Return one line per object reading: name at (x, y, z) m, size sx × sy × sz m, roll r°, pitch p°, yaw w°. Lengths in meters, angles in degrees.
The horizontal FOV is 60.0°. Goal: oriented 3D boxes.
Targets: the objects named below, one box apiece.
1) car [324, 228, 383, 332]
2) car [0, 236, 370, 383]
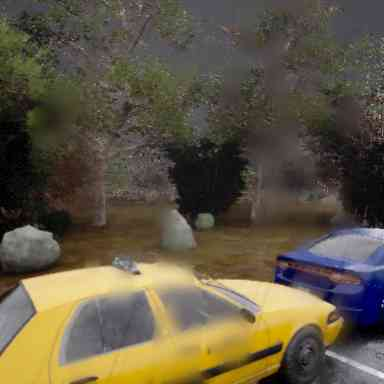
car at (3.905, 1.497, 6.845) m, size 5.008 × 1.535 × 2.097 m, roll 0°, pitch 0°, yaw -33°
car at (-0.469, 1.481, 3.714) m, size 5.366 × 1.575 × 1.946 m, roll 0°, pitch 0°, yaw -33°
